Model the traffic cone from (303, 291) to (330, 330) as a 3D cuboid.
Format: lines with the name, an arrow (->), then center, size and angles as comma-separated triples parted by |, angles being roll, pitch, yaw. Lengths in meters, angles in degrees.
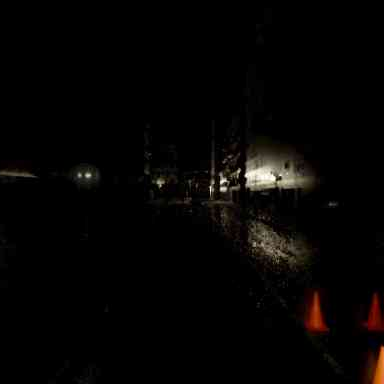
traffic cone -> 2.104, 1.985, 5.641 | 0.340, 0.580, 0.340 | 0, 0, 0

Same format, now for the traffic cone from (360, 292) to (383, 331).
traffic cone -> 3.105, 1.992, 5.635 | 0.340, 0.580, 0.340 | 0, 0, 0

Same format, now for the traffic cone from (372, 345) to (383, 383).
traffic cone -> 2.091, 1.979, 3.641 | 0.340, 0.580, 0.340 | 0, 0, 0

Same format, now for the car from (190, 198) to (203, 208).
car -> 0.694, 1.722, 53.037 | 1.812, 1.442, 4.674 | 0, 0, 0
